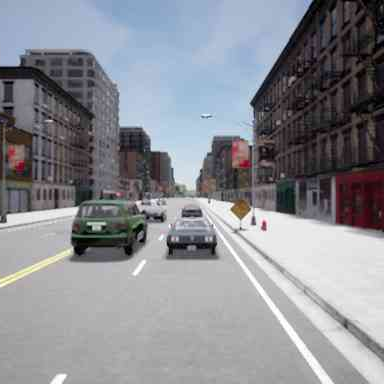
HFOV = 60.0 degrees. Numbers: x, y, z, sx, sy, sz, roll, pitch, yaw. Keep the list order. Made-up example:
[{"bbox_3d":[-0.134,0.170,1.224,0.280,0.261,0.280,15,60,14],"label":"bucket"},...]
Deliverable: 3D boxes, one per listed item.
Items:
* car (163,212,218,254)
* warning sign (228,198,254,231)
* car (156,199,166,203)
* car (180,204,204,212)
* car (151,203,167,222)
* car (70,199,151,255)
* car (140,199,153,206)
[{"bbox_3d":[0.002,1.736,14.110,1.895,1.301,4.718,0,-1,0],"label":"car"},{"bbox_3d":[2.847,1.301,19.457,1.300,1.860,1.060,0,-1,0],"label":"warning sign"},{"bbox_3d":[-6.497,2.202,70.999,2.128,1.511,4.902,0,-1,0],"label":"car"},{"bbox_3d":[0.005,1.787,29.302,1.837,1.490,4.892,0,0,0],"label":"car"},{"bbox_3d":[-3.248,1.878,29.109,1.895,1.301,4.718,0,-1,0],"label":"car"},{"bbox_3d":[-3.249,1.350,14.008,2.150,2.045,5.566,0,0,0],"label":"car"},{"bbox_3d":[-9.747,2.217,70.998,2.033,1.411,5.357,0,-1,0],"label":"car"}]
